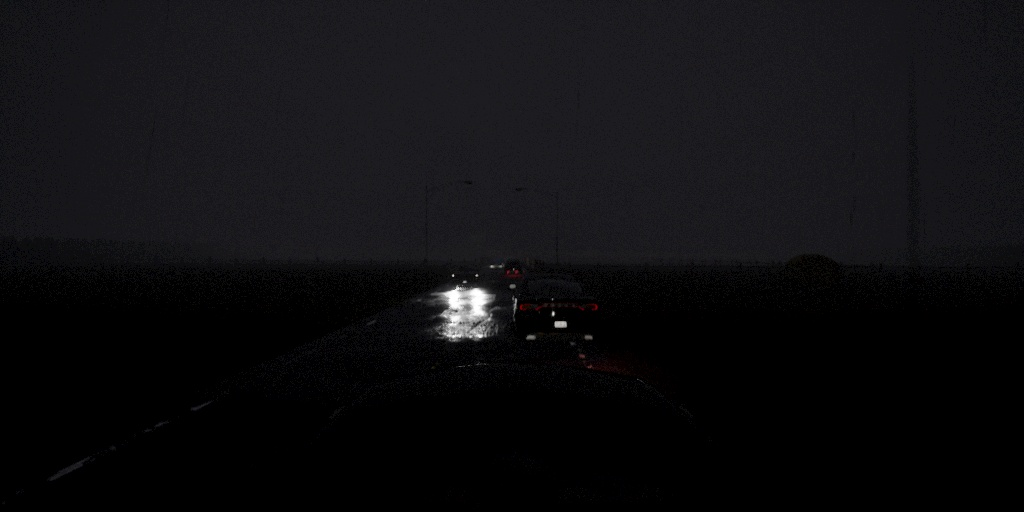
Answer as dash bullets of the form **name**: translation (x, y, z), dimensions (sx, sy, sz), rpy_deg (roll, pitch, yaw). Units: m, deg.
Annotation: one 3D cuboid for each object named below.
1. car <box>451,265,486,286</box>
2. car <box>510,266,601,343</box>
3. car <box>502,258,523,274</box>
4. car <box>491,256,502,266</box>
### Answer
- **car**: translation (-2.847, 1.253, 23.918), dimensions (1.895, 1.301, 4.718), rpy_deg (0, 0, 0)
- **car**: translation (0.963, 1.194, 9.579), dimensions (1.882, 1.535, 5.008), rpy_deg (0, 0, 0)
- **car**: translation (0.101, 1.087, 38.628), dimensions (1.837, 1.490, 4.892), rpy_deg (0, 0, -2)
- **car**: translation (-2.790, 0.937, 64.744), dimensions (1.882, 1.535, 5.008), rpy_deg (0, 0, 1)
